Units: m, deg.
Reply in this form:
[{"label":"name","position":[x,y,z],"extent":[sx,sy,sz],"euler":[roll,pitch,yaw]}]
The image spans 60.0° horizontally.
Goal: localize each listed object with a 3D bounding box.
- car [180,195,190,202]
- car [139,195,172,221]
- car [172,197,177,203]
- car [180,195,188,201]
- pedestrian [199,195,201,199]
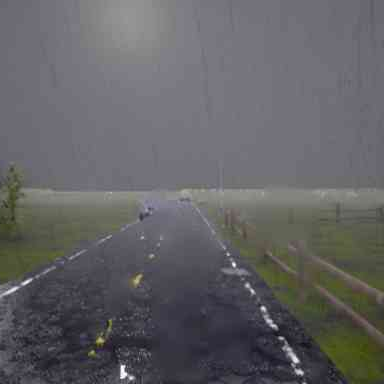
[{"label":"car","position":[-1.531,1.332,72.687],"extent":[2.097,1.767,4.553],"euler":[0,0,-2]},{"label":"car","position":[-3.132,1.286,28.326],"extent":[2.150,2.045,5.566],"euler":[0,0,-1]},{"label":"car","position":[-4.193,1.669,70.024],"extent":[1.994,1.385,4.181],"euler":[0,0,-2]},{"label":"car","position":[-2.286,1.561,90.085],"extent":[2.128,1.511,4.902],"euler":[0,0,-3]},{"label":"pedestrian","position":[1.547,1.416,65.646],"extent":[0.375,1.860,0.375],"euler":[0,0,0]}]
